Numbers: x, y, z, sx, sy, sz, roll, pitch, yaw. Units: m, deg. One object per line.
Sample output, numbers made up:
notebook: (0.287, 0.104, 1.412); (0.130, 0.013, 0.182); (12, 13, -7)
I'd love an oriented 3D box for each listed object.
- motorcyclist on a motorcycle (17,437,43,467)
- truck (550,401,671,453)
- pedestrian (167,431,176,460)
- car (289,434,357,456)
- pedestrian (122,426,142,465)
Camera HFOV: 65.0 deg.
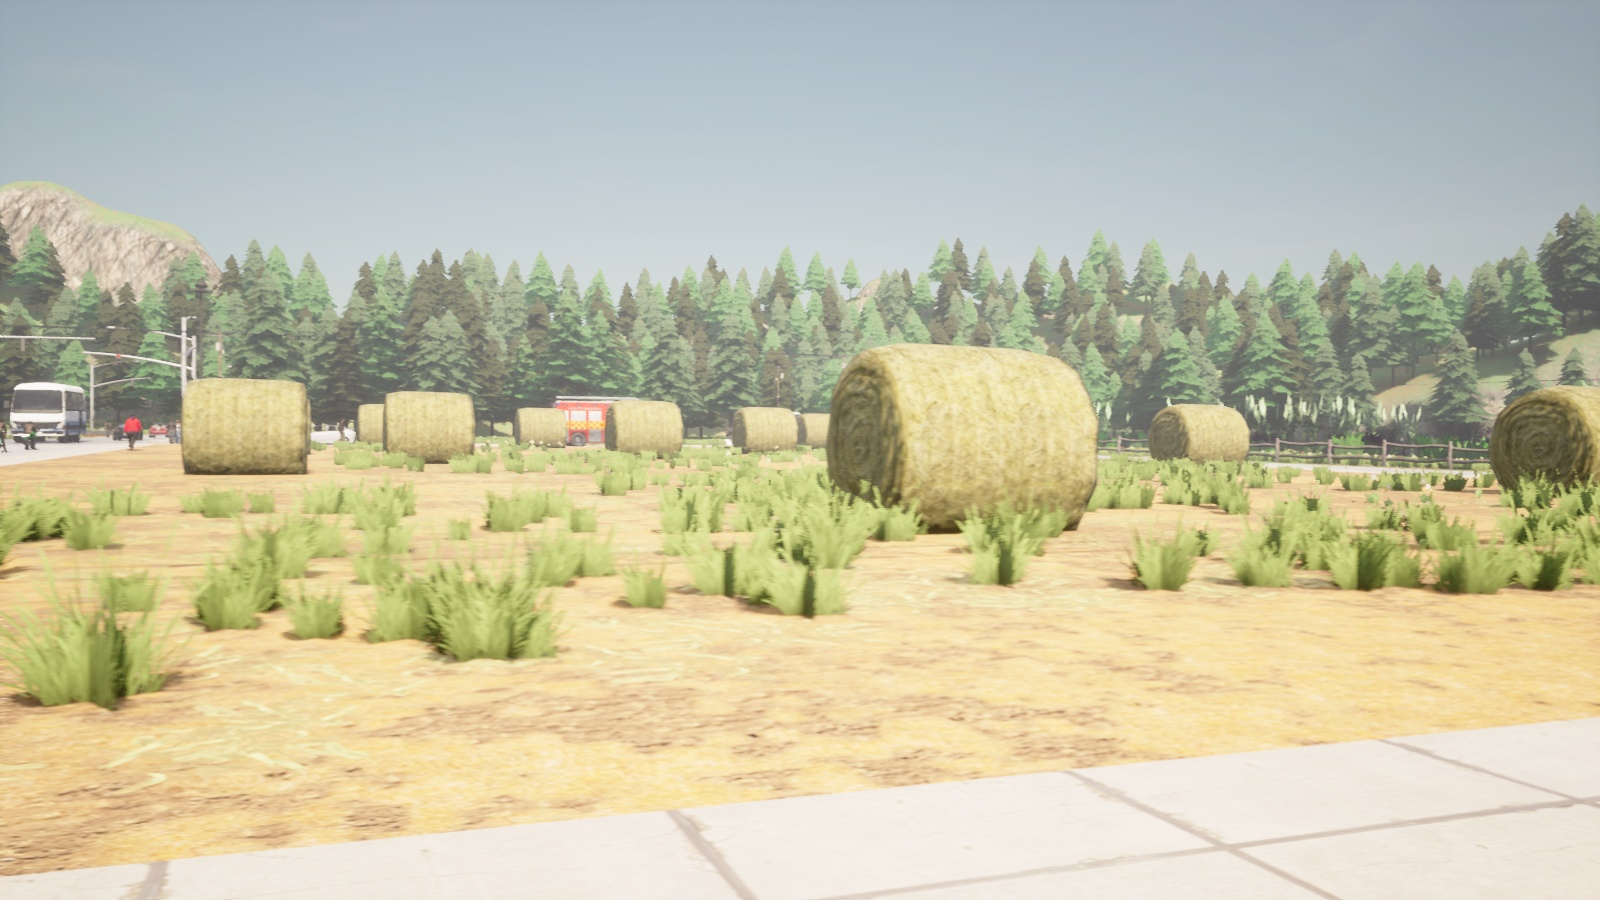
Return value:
motorcyclist on a motorcycle: (-40.515, 0.107, 66.097); (0.797, 1.523, 2.044); (-1, 1, -22)
truck: (-14.216, -1.741, 94.283); (8.468, 3.827, 2.891); (-1, 1, -21)
pedestrian: (-42.305, -0.333, 84.559); (0.402, 1.930, 0.666); (-1, 1, -14)
car: (-34.344, -0.356, 90.463); (4.514, 1.525, 2.007); (-1, 1, -21)
pedestrian: (-31.834, -0.218, 59.864); (0.634, 1.844, 0.899); (-1, 1, -17)
